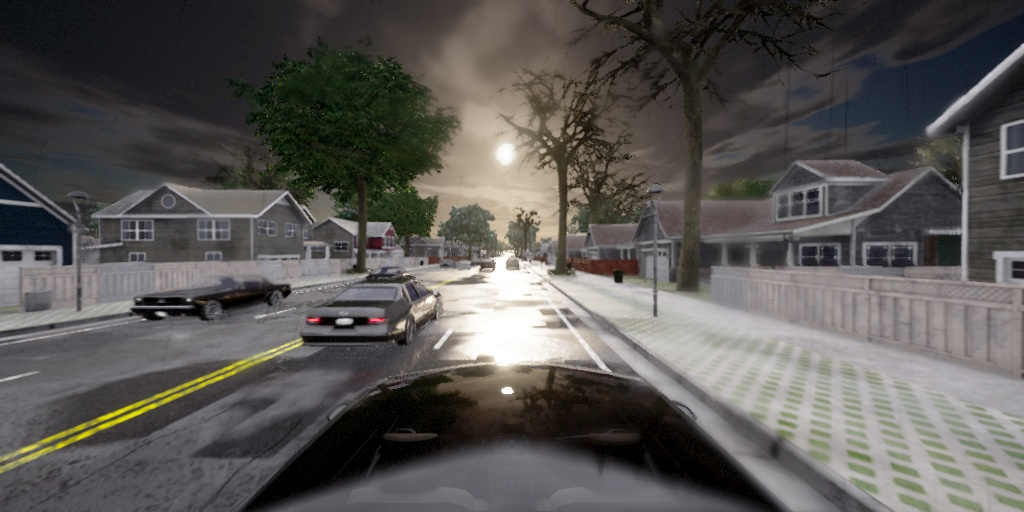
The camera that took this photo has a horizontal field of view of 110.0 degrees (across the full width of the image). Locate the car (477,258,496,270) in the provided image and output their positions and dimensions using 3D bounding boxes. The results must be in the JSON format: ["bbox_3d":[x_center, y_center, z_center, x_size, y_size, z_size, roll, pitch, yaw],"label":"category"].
[{"bbox_3d":[-3.143,1.106,47.956,1.882,1.535,5.008,0,0,0],"label":"car"}]

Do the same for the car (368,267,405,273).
[{"bbox_3d":[-6.596,1.263,19.224,1.994,1.385,4.181,0,0,0],"label":"car"}]

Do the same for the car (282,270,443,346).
[{"bbox_3d":[-3.149,1.274,9.250,2.033,1.411,5.357,0,0,0],"label":"car"}]

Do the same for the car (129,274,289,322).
[{"bbox_3d":[-9.849,1.319,12.282,1.895,1.301,4.718,0,0,0],"label":"car"}]

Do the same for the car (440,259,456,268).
[{"bbox_3d":[-9.805,1.175,55.055,1.994,1.385,4.181,0,0,0],"label":"car"}]

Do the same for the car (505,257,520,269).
[{"bbox_3d":[0.107,1.111,51.833,2.128,1.511,4.902,0,0,0],"label":"car"}]

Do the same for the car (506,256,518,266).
[{"bbox_3d":[0.008,0.940,65.081,2.097,1.767,4.553,0,0,0],"label":"car"}]
